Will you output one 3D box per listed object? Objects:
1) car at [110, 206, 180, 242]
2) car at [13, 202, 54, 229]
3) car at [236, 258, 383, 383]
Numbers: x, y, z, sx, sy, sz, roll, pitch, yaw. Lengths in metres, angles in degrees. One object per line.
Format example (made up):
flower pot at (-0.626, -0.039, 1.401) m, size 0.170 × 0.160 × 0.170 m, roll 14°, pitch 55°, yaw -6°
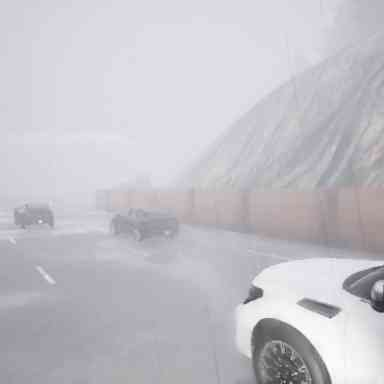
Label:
car at (-2.427, 1.457, 16.197) m, size 1.837 × 1.490 × 4.892 m, roll 0°, pitch 0°, yaw -34°
car at (-10.238, 1.438, 21.449) m, size 1.837 × 1.490 × 4.892 m, roll 0°, pitch 0°, yaw -34°
car at (2.755, 1.217, 2.392) m, size 2.150 × 2.045 × 5.566 m, roll 0°, pitch 0°, yaw -34°
